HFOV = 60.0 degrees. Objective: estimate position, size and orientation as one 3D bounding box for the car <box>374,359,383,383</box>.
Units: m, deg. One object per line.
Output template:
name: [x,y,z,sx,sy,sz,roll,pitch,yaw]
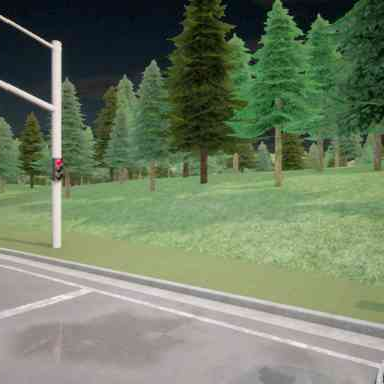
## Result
car: [3.388,1.352,1.571,4.553,1.767,2.097,0,0,36]
